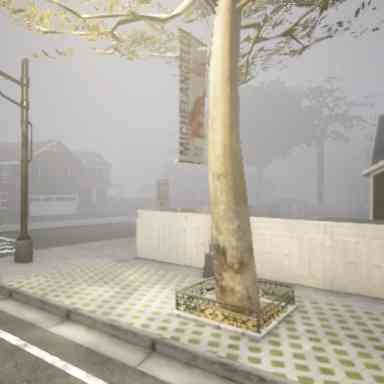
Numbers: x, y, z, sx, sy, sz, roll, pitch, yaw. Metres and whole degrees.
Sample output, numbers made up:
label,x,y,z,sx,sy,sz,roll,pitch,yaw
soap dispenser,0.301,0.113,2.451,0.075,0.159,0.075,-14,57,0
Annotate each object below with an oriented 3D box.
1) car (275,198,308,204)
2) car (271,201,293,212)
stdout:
label,x,y,z,sx,sy,sz,roll,pitch,yaw
car,13.121,1.770,44.189,2.150,2.045,5.566,1,0,35
car,13.526,2.140,49.756,1.994,1.385,4.181,1,0,34
